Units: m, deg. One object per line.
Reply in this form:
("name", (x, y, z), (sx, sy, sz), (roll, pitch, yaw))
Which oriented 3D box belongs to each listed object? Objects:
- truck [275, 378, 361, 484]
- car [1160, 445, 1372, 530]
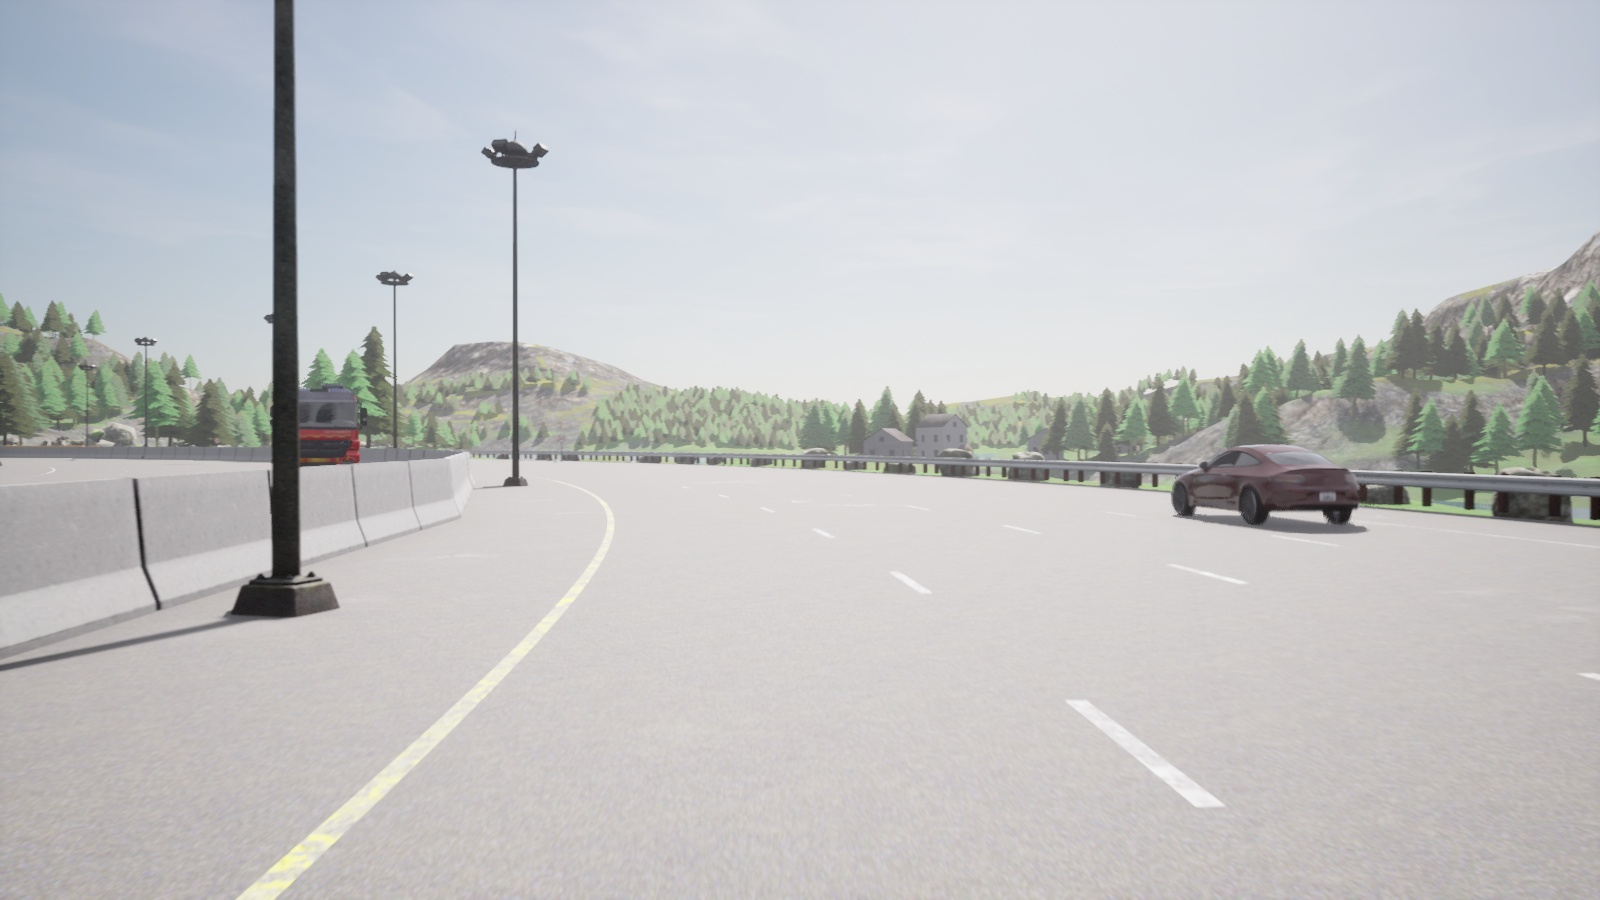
("truck", (-18.921, -0.706, 49.655), (2.891, 3.827, 8.468), (0, 0, -19))
("car", (8.750, 0.640, 24.082), (1.812, 1.442, 4.674), (0, 0, -8))
